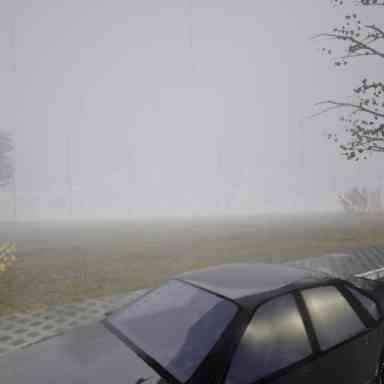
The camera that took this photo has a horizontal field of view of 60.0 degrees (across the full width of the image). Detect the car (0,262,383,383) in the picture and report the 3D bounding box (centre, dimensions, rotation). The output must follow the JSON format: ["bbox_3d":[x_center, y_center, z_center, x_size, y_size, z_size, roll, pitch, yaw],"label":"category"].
[{"bbox_3d":[0.494,1.547,3.426,5.357,1.411,2.033,0,0,-36],"label":"car"}]
